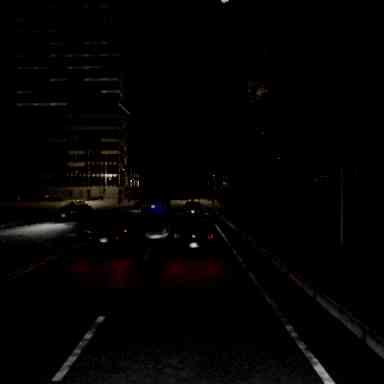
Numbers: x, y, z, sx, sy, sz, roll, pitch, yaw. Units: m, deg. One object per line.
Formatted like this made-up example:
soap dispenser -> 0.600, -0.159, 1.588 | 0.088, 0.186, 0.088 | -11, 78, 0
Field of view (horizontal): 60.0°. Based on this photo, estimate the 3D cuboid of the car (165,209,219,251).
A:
car -> 0.077, 1.635, 14.255 | 1.895, 1.301, 4.718 | 0, 0, 0

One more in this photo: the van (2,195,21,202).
van -> -43.988, 1.524, 81.037 | 3.998, 1.788, 1.690 | 0, 0, 2

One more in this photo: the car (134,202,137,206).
car -> -6.608, 1.662, 45.175 | 2.033, 1.411, 5.357 | 0, 0, 0

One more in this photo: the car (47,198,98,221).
car -> -9.859, 1.560, 27.934 | 2.128, 1.511, 4.902 | 0, 0, 0

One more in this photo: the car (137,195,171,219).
car -> -3.175, 1.293, 29.893 | 2.150, 2.045, 5.566 | 0, 0, 0

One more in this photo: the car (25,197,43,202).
car -> -38.439, 1.779, 80.869 | 4.206, 1.307, 1.802 | 0, 0, 2

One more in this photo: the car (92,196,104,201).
car -> -25.567, 1.705, 88.565 | 4.313, 1.339, 1.947 | 0, 1, 2

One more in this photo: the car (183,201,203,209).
car -> 0.077, 1.604, 31.841 | 1.812, 1.442, 4.674 | 0, 0, 0

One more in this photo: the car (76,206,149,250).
car -> -3.177, 1.560, 14.286 | 1.812, 1.442, 4.674 | 0, 0, 0

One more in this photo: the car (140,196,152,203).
car -> -9.773, 1.514, 70.928 | 1.994, 1.385, 4.181 | 0, 0, 0

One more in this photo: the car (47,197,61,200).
car -> -32.890, 1.792, 80.698 | 4.206, 1.307, 1.802 | 0, 1, 2
